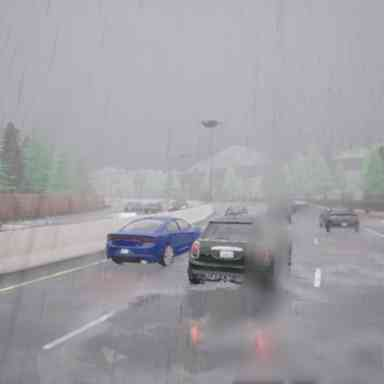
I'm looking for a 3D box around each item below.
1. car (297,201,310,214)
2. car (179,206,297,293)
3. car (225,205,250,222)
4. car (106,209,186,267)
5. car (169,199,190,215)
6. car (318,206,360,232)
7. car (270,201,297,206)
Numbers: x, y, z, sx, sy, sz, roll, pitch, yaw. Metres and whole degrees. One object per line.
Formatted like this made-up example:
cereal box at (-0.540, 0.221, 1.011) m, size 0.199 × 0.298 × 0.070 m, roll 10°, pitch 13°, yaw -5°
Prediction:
car at (12.520, 1.755, 39.218) m, size 1.882 × 1.535 × 5.008 m, roll 0°, pitch -1°, yaw 6°
car at (1.601, 1.437, 9.465) m, size 2.097 × 1.767 × 4.553 m, roll -1°, pitch -1°, yaw 23°
car at (4.129, 1.867, 29.852) m, size 1.895 × 1.301 × 4.718 m, roll -1°, pitch -1°, yaw 12°
car at (-1.070, 1.617, 12.124) m, size 1.882 × 1.535 × 5.008 m, roll -1°, pitch -1°, yaw 22°
car at (-1.531, 1.794, 41.517) m, size 2.097 × 1.767 × 4.553 m, roll -1°, pitch -1°, yaw 5°
car at (9.173, 1.618, 20.952) m, size 2.128 × 1.511 × 4.902 m, roll -1°, pitch -1°, yaw 15°
car at (7.127, 1.702, 27.332) m, size 2.128 × 1.511 × 4.902 m, roll -1°, pitch -1°, yaw 12°
